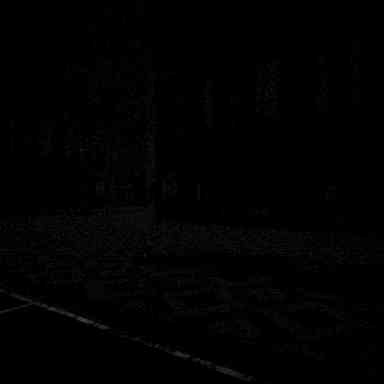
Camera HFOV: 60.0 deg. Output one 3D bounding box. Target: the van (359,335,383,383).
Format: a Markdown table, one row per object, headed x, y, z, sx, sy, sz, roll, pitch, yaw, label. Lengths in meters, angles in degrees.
| x | y | z | sx | sy | sz | roll | pitch | yaw | label |
| --- | --- | --- | --- | --- | --- | --- | --- | --- | --- |
| 2.692 | 1.341 | 1.063 | 3.998 | 1.788 | 1.690 | 0 | 0 | 35 | van |
